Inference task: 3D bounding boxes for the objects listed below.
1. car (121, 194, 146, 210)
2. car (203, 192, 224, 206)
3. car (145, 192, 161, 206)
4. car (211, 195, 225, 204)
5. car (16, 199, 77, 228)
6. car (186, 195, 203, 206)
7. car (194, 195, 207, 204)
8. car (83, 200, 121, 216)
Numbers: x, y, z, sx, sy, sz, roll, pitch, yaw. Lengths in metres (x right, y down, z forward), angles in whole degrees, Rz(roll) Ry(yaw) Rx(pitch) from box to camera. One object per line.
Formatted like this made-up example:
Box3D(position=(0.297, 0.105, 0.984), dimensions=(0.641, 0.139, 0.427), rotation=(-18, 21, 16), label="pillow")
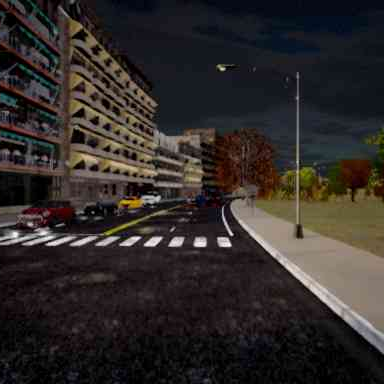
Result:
Box3D(position=(-7.589, 1.337, 41.671), dimensions=(1.882, 1.535, 5.008), rotation=(0, 0, 6), label="car")
Box3D(position=(3.435, 1.077, 52.256), dimensions=(2.150, 2.045, 5.566), rotation=(0, 0, 7), label="car")
Box3D(position=(-6.399, 1.066, 52.174), dimensions=(2.150, 2.045, 5.566), rotation=(0, 0, 7), label="car")
Box3D(position=(4.926, 1.346, 62.784), dimensions=(2.128, 1.511, 4.902), rotation=(0, 0, 9), label="car")
Box3D(position=(-9.193, 1.260, 21.353), dimensions=(2.097, 1.767, 4.553), rotation=(0, 0, 3), label="car")
Box3D(position=(0.202, 1.343, 52.596), dimensions=(2.128, 1.511, 4.902), rotation=(0, 0, 7), label="car")
Box3D(position=(1.646, 1.327, 62.856), dimensions=(1.882, 1.535, 5.008), rotation=(0, 0, 9), label="car")
Box3D(position=(-8.547, 1.484, 31.415), dimensions=(1.895, 1.301, 4.718), rotation=(0, 0, 5), label="car")
